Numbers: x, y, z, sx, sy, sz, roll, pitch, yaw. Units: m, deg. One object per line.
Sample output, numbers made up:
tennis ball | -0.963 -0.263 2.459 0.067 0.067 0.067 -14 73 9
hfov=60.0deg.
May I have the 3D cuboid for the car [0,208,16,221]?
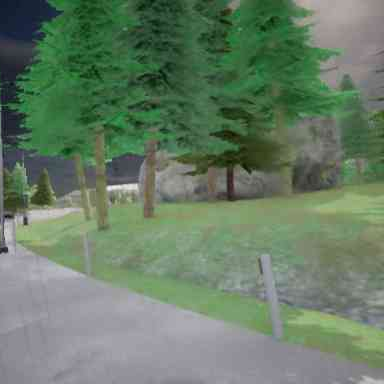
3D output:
car | -21.152 2.488 36.604 1.812 1.442 4.674 -2 -1 -7
